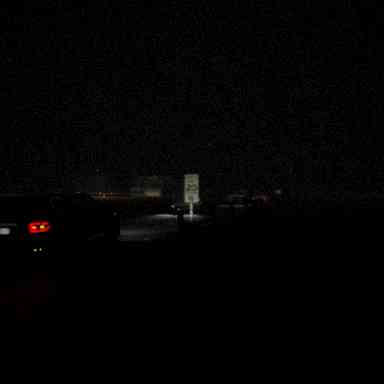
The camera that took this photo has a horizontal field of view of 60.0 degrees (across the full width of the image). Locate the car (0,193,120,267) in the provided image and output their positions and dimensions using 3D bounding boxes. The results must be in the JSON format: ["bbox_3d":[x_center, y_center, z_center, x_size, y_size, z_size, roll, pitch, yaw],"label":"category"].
[{"bbox_3d":[-4.284,1.032,10.975,2.150,2.045,5.566,-1,1,8],"label":"car"}]

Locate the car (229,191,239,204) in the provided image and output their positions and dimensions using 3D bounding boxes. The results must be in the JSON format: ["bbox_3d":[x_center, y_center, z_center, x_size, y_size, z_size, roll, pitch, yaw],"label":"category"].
[{"bbox_3d":[7.384,0.845,52.539,2.150,2.045,5.566,0,0,20],"label":"car"}]

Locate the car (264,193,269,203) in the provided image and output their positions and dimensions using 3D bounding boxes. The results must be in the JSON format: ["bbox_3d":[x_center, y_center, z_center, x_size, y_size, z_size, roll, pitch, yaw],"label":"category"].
[{"bbox_3d":[11.816,0.983,56.742,2.097,1.767,4.553,0,0,20],"label":"car"}]

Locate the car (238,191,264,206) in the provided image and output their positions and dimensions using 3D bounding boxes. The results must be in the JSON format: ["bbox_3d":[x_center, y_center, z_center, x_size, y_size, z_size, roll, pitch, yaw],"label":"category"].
[{"bbox_3d":[8.483,0.999,47.310,2.097,1.767,4.553,0,0,22],"label":"car"}]

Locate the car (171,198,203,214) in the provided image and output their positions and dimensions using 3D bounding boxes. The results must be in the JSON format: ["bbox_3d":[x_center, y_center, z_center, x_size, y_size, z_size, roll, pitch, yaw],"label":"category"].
[{"bbox_3d":[-0.363,1.215,31.203,1.812,1.442,4.674,0,0,20],"label":"car"}]
